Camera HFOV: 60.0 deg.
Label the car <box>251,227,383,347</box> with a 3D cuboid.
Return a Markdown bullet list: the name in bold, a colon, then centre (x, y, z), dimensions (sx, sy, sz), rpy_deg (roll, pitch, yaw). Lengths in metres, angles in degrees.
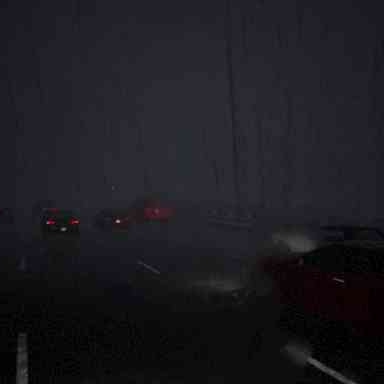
- **car**: centre (2.986, 1.584, 5.922), dimensions (1.812, 1.442, 4.674), rpy_deg (0, -1, -27)

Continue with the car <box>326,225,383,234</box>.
- **car**: centre (4.606, 1.706, 10.472), dimensions (1.895, 1.301, 4.718), rpy_deg (0, -1, -27)

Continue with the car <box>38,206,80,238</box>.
- **car**: centre (-7.721, 1.778, 19.333), dimensions (1.812, 1.442, 4.674), rpy_deg (0, -1, -27)

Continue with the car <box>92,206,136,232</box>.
- **car**: centre (-5.597, 1.875, 22.886), dimensions (1.994, 1.385, 4.181), rpy_deg (0, -1, -27)

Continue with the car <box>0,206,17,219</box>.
- **car**: centre (-21.102, 2.336, 38.024), dimensions (1.895, 1.301, 4.718), rpy_deg (0, -1, -27)

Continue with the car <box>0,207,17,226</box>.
- **car**: centre (-15.686, 1.946, 27.322), dimensions (2.128, 1.511, 4.902), rpy_deg (0, -2, -27)

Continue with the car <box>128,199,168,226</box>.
- **car**: centre (-3.773, 1.610, 27.036), dimensions (2.150, 2.045, 5.566), rpy_deg (0, -1, -27)

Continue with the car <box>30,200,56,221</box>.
- **car**: centre (-15.373, 1.841, 34.460), dimensions (2.150, 2.045, 5.566), rpy_deg (0, -1, -27)
